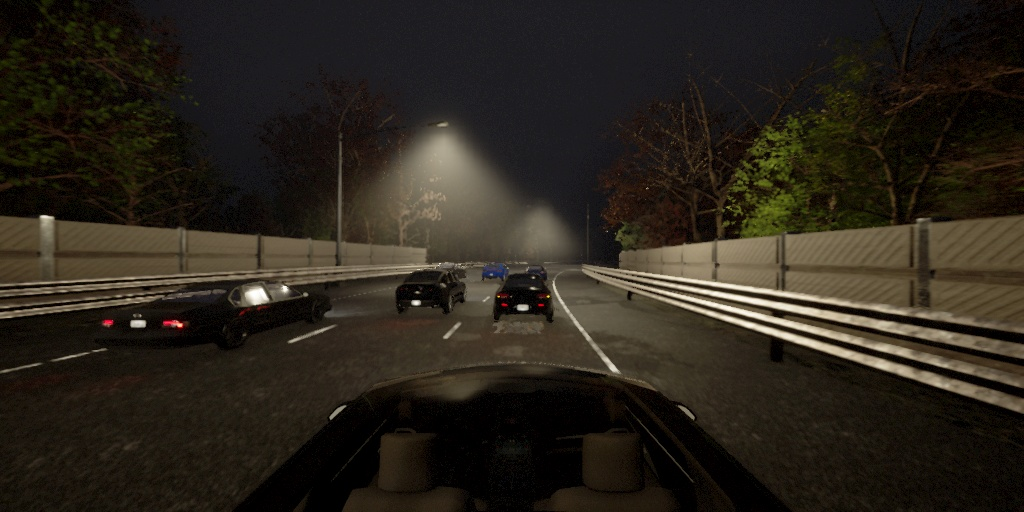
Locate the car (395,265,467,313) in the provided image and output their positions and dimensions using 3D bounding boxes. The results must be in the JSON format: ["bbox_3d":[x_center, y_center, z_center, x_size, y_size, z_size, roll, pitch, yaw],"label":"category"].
[{"bbox_3d":[-2.993,1.281,14.073,1.837,1.490,4.892,0,0,3],"label":"car"}]

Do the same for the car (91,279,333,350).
[{"bbox_3d":[-6.737,1.293,9.051,2.033,1.411,5.357,0,0,2],"label":"car"}]

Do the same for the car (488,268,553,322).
[{"bbox_3d":[0.413,1.299,12.369,1.812,1.442,4.674,0,0,3],"label":"car"}]

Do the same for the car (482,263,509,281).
[{"bbox_3d":[-1.398,1.399,31.961,1.882,1.535,5.008,0,0,7],"label":"car"}]

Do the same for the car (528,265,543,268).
[{"bbox_3d":[2.113,1.502,31.826,1.994,1.385,4.181,0,0,7],"label":"car"}]
